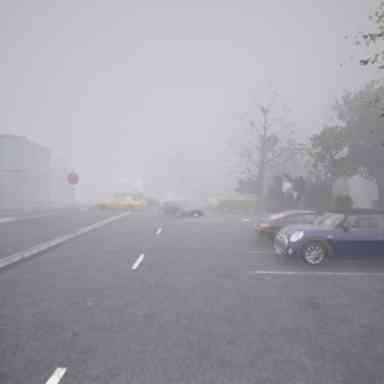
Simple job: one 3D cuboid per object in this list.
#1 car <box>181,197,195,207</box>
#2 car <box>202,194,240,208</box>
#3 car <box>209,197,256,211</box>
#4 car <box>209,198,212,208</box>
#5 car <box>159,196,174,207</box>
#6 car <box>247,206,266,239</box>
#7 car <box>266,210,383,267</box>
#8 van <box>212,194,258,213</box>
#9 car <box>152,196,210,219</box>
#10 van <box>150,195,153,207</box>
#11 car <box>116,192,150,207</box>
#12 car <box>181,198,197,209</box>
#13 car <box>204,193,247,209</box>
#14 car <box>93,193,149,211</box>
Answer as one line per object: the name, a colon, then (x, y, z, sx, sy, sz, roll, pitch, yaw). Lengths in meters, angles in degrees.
car: (-0.625, 1.624, 55.427, 2.128, 1.511, 4.902, 1, -1, 2)
car: (4.483, 1.372, 51.638, 5.566, 2.045, 2.435, 1, -1, -1)
car: (4.868, 1.450, 40.460, 5.366, 1.575, 1.946, 1, -1, -1)
car: (4.903, 1.426, 37.799, 5.366, 1.575, 1.946, 1, 0, -1)
car: (-3.848, 1.456, 50.949, 1.882, 1.535, 5.008, 1, -1, -1)
car: (4.997, 1.524, 14.210, 4.674, 1.452, 2.002, 1, 1, -1)
car: (5.086, 1.391, 11.039, 4.553, 1.767, 2.185, 1, 1, 0)
van: (4.642, 1.179, 35.003, 4.442, 1.987, 1.878, 1, 0, -1)
car: (-1.057, 1.351, 27.617, 2.033, 1.411, 5.357, 1, 0, -32)
van: (-7.478, 1.015, 41.447, 4.442, 1.987, 1.878, 1, -1, -1)
car: (-7.524, 1.081, 38.408, 4.553, 1.767, 2.185, 1, 0, -1)
car: (-0.471, 1.482, 45.026, 2.033, 1.411, 5.357, 1, -1, -1)
car: (4.582, 1.270, 46.177, 5.566, 2.045, 2.435, 1, -1, -1)
car: (-7.703, 1.180, 35.487, 5.366, 1.575, 1.946, 1, 0, -1)
